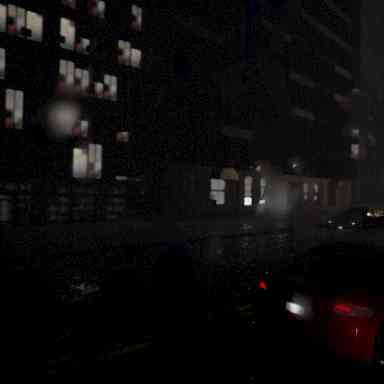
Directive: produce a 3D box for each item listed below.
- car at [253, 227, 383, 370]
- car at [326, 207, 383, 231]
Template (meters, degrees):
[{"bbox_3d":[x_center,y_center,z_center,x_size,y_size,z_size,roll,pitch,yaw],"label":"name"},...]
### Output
[{"bbox_3d":[3.027,1.583,5.801,4.181,1.385,1.994,0,0,-37],"label":"car"},{"bbox_3d":[10.241,1.599,20.190,5.357,1.411,2.033,0,0,-41],"label":"car"}]
